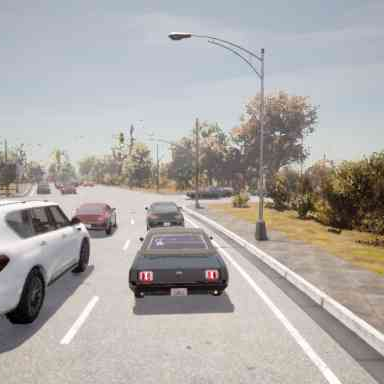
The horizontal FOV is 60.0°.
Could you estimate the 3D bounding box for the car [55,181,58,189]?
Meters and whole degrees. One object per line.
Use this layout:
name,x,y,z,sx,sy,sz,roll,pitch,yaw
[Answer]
car,-26.986,-1.508,69.050,2.097,1.767,4.553,-1,3,-25

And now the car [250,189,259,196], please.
car,11.128,0.024,51.346,4.181,1.385,1.994,1,2,-21

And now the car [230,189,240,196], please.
car,3.969,0.103,44.762,4.718,1.301,1.895,0,3,-22

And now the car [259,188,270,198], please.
car,12.947,0.187,48.320,5.357,1.411,2.033,1,2,-22

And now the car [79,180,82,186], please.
car,-28.995,-1.992,81.648,1.882,1.535,5.008,-1,3,-25

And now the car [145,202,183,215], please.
car,-1.461,1.219,17.378,1.812,1.442,4.674,0,2,-8

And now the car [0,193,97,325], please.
car,-3.817,1.173,7.083,2.150,2.045,5.566,0,1,-4

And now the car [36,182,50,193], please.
car,-23.028,-0.483,51.643,1.837,1.490,4.892,-1,3,-23

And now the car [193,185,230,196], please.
car,2.840,-0.158,48.069,4.892,1.490,1.837,0,3,-22

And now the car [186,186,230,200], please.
car,1.728,0.276,39.902,4.718,1.301,1.895,0,3,-22

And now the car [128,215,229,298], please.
car,-0.386,1.525,8.356,1.895,1.301,4.718,0,1,-4

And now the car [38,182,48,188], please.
car,-34.900,-1.723,77.756,1.994,1.385,4.181,-1,3,-25

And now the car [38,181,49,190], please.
car,-30.712,-1.368,68.767,1.882,1.535,5.008,-1,3,-25

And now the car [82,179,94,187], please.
car,-25.984,-2.201,83.466,2.097,1.767,4.553,-1,3,-25

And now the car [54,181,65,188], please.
car,-31.244,-1.773,78.194,2.128,1.511,4.902,-1,3,-25

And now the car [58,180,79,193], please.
car,-19.275,-0.643,51.803,2.097,1.767,4.553,-1,3,-23

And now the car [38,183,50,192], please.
car,-26.602,-0.840,59.791,1.994,1.385,4.181,-1,3,-24

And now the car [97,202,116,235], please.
car,-4.896,1.247,16.782,1.812,1.442,4.674,0,2,-8
